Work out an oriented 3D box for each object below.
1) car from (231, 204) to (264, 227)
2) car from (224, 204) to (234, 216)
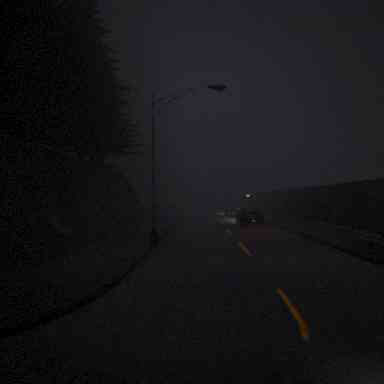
[{"bbox_3d":[4.790,2.043,27.800,2.128,1.511,4.902,-1,-1,2],"label":"car"},{"bbox_3d":[5.286,2.385,43.907,2.128,1.511,4.902,-1,-1,2],"label":"car"}]
